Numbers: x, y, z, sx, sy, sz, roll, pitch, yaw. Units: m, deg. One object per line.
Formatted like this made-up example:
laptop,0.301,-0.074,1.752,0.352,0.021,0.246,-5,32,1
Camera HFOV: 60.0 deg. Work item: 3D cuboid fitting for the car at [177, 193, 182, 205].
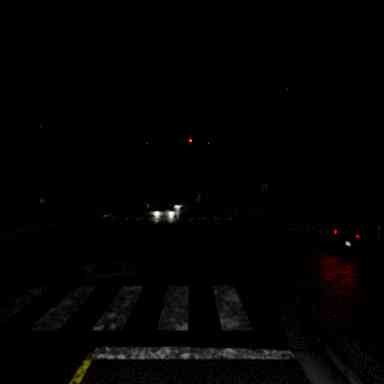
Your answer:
car,-2.993,1.316,53.280,1.837,1.490,4.892,0,0,1

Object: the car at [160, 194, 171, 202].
car,-5.497,1.210,70.228,1.967,1.590,4.097,0,0,0

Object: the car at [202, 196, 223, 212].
car,2.416,1.424,37.137,1.947,1.339,4.313,0,0,0

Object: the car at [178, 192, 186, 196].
car,-2.864,0.982,68.857,1.895,1.301,4.718,0,0,0

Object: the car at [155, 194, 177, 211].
car,-3.063,1.333,38.287,1.882,1.535,5.008,0,1,0

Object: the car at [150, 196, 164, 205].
car,-5.553,1.391,53.697,1.802,1.307,4.206,0,0,0

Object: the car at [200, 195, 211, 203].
car,2.509,1.331,64.691,2.008,1.369,4.403,0,0,0

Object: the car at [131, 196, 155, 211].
car,-5.609,1.299,37.164,1.967,1.590,4.097,0,0,0

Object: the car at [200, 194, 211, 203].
car,2.453,1.406,48.159,1.802,1.307,4.206,0,0,0

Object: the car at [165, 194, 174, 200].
car,-5.460,1.298,81.250,2.008,1.369,4.403,0,0,0

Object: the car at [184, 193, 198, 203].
car,-0.128,1.345,64.708,1.994,1.385,4.181,0,0,0

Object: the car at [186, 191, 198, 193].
car,-0.094,1.116,74.710,1.812,1.442,4.674,0,0,0

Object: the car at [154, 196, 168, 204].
car,-5.534,1.345,59.207,2.008,1.369,4.403,0,0,0

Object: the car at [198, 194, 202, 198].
car,2.472,1.374,53.670,1.947,1.339,4.313,0,0,0

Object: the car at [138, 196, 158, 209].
car,-5.590,1.281,42.675,1.967,1.590,4.097,0,0,0

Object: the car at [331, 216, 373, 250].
car,7.653,1.497,11.895,4.718,1.301,1.895,0,0,-8

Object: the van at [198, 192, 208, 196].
van,2.490,1.135,59.179,1.690,1.788,3.998,0,0,0

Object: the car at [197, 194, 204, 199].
car,2.189,1.253,91.106,1.812,1.442,4.674,0,0,0
